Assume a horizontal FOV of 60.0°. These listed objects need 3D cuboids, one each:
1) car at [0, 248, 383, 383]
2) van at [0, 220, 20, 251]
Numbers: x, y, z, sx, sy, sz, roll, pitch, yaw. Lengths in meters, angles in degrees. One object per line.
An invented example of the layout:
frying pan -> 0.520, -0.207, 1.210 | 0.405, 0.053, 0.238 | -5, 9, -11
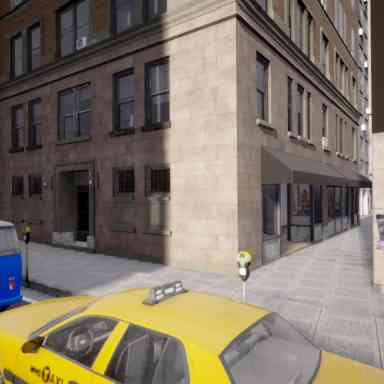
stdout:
car -> -0.452, 1.526, 3.182 | 4.829, 1.417, 1.752 | 0, -1, 36
van -> -4.928, 1.342, 6.384 | 3.998, 1.788, 1.690 | 0, -1, 36
